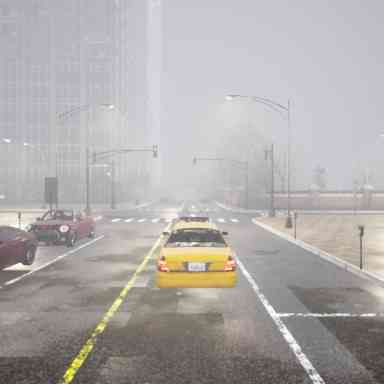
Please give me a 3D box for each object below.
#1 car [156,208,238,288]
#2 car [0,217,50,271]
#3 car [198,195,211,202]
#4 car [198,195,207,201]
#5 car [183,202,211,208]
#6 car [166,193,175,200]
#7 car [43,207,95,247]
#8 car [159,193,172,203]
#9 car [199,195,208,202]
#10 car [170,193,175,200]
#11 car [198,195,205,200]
[{"bbox_3d":[0.090,1.454,9.150,1.801,1.575,5.366,0,0,0],"label":"car"},{"bbox_3d":[-5.699,1.579,8.949,1.802,1.307,4.206,0,0,0],"label":"car"},{"bbox_3d":[2.693,1.492,63.674,1.947,1.339,4.313,0,0,0],"label":"car"},{"bbox_3d":[2.617,1.448,80.349,2.008,1.369,4.403,0,0,0],"label":"car"},{"bbox_3d":[0.098,1.535,19.413,2.033,1.411,5.357,0,0,0],"label":"car"},{"bbox_3d":[-5.917,1.181,91.407,2.192,1.841,5.009,0,0,0],"label":"car"},{"bbox_3d":[-5.704,1.433,14.642,1.967,1.590,4.097,0,0,0],"label":"car"},{"bbox_3d":[-5.899,1.485,69.165,1.947,1.339,4.313,0,0,0],"label":"car"},{"bbox_3d":[2.622,1.454,74.788,1.887,1.381,4.507,0,0,0],"label":"car"},{"bbox_3d":[-5.913,1.324,85.848,1.967,1.590,4.097,0,0,0],"label":"car"},{"bbox_3d":[2.607,1.411,91.470,1.887,1.381,4.507,0,0,0],"label":"car"}]
